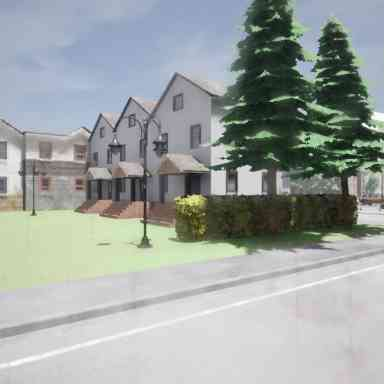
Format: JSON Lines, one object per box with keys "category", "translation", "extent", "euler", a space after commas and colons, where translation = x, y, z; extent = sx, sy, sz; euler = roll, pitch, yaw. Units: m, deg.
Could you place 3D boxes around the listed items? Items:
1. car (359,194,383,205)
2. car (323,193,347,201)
{"category": "car", "translation": [27.271, 1.097, 49.273], "extent": [1.932, 1.855, 4.605], "euler": [0, 0, -36]}
{"category": "car", "translation": [32.140, 1.097, 74.727], "extent": [1.932, 1.855, 4.605], "euler": [0, 0, -36]}
